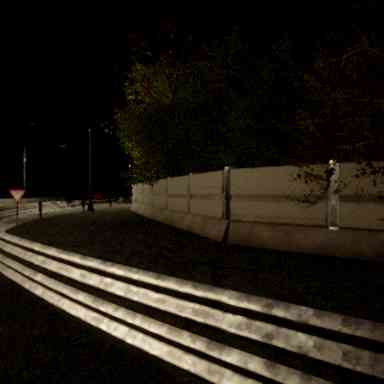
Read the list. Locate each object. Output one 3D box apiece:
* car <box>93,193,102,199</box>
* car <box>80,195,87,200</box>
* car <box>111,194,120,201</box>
[{"bbox_3d":[-25.224,1.223,88.649,2.150,2.045,5.566,0,0,-18],"label":"car"},{"bbox_3d":[-28.588,1.540,87.687,2.033,1.411,5.357,0,0,-18],"label":"car"},{"bbox_3d":[-20.269,1.348,88.429,2.097,1.767,4.553,0,0,-3],"label":"car"}]
